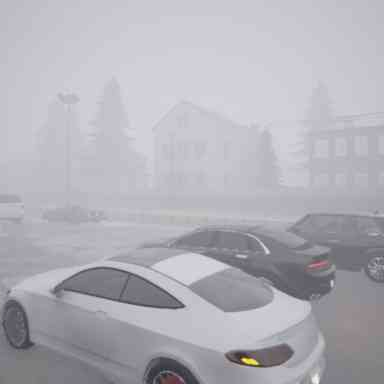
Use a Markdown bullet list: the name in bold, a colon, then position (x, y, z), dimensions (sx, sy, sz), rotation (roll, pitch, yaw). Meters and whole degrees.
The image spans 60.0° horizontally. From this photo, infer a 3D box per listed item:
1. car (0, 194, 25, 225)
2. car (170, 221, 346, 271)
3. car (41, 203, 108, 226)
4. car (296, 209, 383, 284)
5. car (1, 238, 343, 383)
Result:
- **car**: position (-13.378, 1.117, 22.147), dimensions (5.566, 2.045, 2.150), rotation (0, 0, 36)
- **car**: position (0.720, 1.487, 7.780), dimensions (4.892, 1.490, 1.837), rotation (0, 0, 36)
- **car**: position (-8.074, 1.460, 22.660), dimensions (5.357, 1.411, 2.033), rotation (0, 0, 36)
- **car**: position (3.860, 1.340, 9.838), dimensions (4.553, 1.767, 2.097), rotation (0, 0, 36)
- **car**: position (-0.702, 1.512, 4.495), dimensions (4.674, 1.442, 1.812), rotation (0, 0, 36)
